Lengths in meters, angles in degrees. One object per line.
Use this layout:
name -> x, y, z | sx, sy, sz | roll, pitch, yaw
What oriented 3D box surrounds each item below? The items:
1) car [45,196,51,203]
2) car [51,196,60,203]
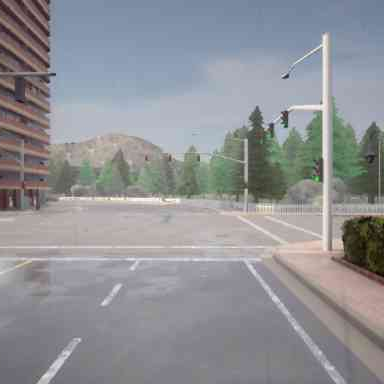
car -> -30.855, 1.484, 65.749 | 4.892, 1.490, 1.837 | 0, 0, 27
car -> -29.609, 1.520, 69.041 | 4.902, 1.511, 2.128 | 0, 0, 27
